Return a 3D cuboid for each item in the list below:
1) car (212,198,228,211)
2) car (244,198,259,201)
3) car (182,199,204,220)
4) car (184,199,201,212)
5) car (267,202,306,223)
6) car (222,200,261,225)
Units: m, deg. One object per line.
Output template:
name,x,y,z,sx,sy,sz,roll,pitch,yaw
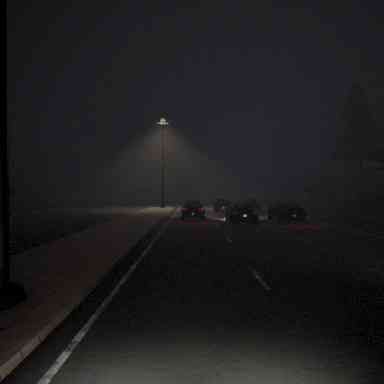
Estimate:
car,3.579,1.504,40.109,1.837,1.490,4.892,0,0,0
car,7.079,1.478,40.209,1.882,1.535,5.008,0,0,0
car,0.086,1.526,28.362,1.812,1.442,4.674,0,0,0
car,0.074,1.564,39.830,1.994,1.385,4.181,0,0,1
car,7.078,1.478,25.354,1.882,1.535,5.008,0,0,0
car,3.577,1.564,24.360,1.994,1.385,4.181,0,0,0
